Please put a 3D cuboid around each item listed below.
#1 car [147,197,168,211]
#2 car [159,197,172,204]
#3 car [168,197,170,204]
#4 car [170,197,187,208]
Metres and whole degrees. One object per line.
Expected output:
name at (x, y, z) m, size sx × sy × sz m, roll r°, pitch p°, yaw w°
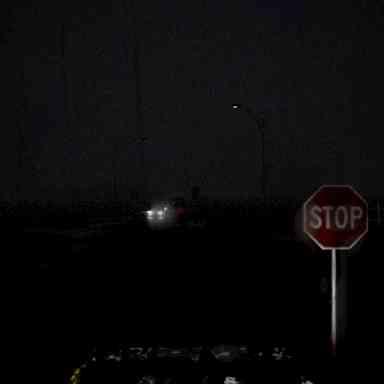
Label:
car at (-4.418, 1.592, 41.474) m, size 1.994 × 1.385 × 4.181 m, roll 0°, pitch 0°, yaw -3°
car at (-5.120, 1.617, 64.854) m, size 2.033 × 1.411 × 5.357 m, roll 0°, pitch 0°, yaw 0°
car at (-4.866, 1.550, 51.409) m, size 1.837 × 1.490 × 4.892 m, roll 0°, pitch 0°, yaw -1°
car at (-1.844, 1.547, 49.005) m, size 1.837 × 1.490 × 4.892 m, roll 0°, pitch 0°, yaw -2°
